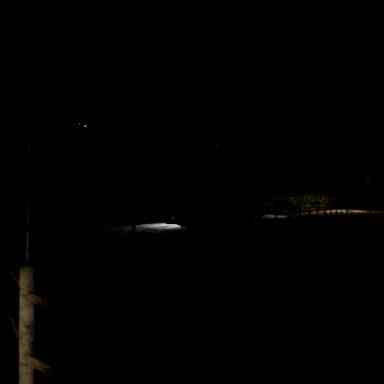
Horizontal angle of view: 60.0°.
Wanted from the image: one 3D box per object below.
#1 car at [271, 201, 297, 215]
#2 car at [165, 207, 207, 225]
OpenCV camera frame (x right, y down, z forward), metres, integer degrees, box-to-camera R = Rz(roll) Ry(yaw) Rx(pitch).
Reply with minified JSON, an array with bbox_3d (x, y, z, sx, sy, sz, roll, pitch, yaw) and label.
[{"bbox_3d":[13.498,2.300,48.536,2.150,2.045,5.566,1,-1,35],"label":"car"},{"bbox_3d":[-0.434,2.026,28.915,1.994,1.385,4.181,1,-1,35],"label":"car"}]
